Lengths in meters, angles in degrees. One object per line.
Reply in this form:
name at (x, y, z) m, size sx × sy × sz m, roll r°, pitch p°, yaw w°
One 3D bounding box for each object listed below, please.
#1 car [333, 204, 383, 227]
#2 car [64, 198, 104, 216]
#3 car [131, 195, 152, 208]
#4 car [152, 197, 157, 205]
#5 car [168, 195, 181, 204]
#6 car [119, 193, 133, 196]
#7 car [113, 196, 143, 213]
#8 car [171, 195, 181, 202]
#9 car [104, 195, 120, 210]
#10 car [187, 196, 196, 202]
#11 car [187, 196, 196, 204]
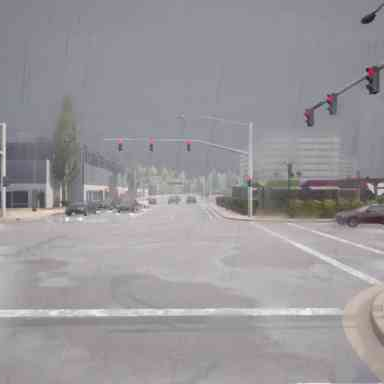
car at (11.769, 1.526, 21.917) m, size 4.674 × 1.442 × 1.812 m, roll 0°, pitch 0°, yaw 1°
car at (-10.654, 1.547, 32.583) m, size 2.033 × 1.411 × 5.357 m, roll 0°, pitch 0°, yaw 0°
car at (-7.172, 1.526, 46.861) m, size 1.812 × 1.442 × 4.674 m, roll 0°, pitch 0°, yaw 0°
car at (-7.176, 1.564, 57.299) m, size 1.994 × 1.385 × 4.181 m, roll 0°, pitch 0°, yaw 0°
car at (-3.608, 1.547, 64.559) m, size 2.033 × 1.411 × 5.357 m, roll 0°, pitch 0°, yaw 0°
car at (-10.680, 1.223, 53.236) m, size 2.150 × 2.045 × 5.566 m, roll 0°, pitch 0°, yaw 0°
car at (-7.163, 1.505, 37.675) m, size 1.837 × 1.490 × 4.892 m, roll 0°, pitch 0°, yaw 0°
car at (-3.625, 1.425, 74.832) m, size 1.994 × 1.385 × 4.181 m, roll 0°, pitch 0°, yaw 0°
car at (-10.669, 1.505, 42.139) m, size 1.837 × 1.490 × 4.892 m, roll 0°, pitch 0°, yaw 0°
car at (-0.125, 1.468, 74.870) m, size 1.895 × 1.301 × 4.718 m, roll 0°, pitch 0°, yaw 0°
car at (-0.108, 1.491, 64.565) m, size 2.128 × 1.511 × 4.902 m, roll 0°, pitch 0°, yaw 0°
